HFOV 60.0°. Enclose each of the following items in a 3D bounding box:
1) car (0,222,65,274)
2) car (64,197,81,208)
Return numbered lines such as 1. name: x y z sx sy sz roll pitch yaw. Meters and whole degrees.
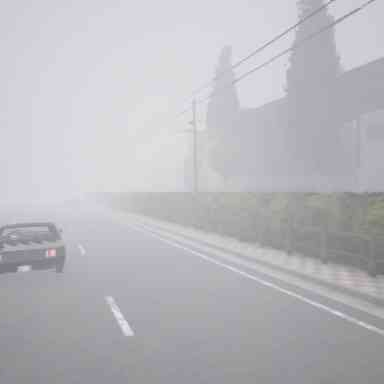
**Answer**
1. car: -4.980 1.588 10.202 1.895 1.301 4.718 -1 1 -23
2. car: -16.504 1.415 45.784 1.994 1.385 4.181 -1 1 -23
